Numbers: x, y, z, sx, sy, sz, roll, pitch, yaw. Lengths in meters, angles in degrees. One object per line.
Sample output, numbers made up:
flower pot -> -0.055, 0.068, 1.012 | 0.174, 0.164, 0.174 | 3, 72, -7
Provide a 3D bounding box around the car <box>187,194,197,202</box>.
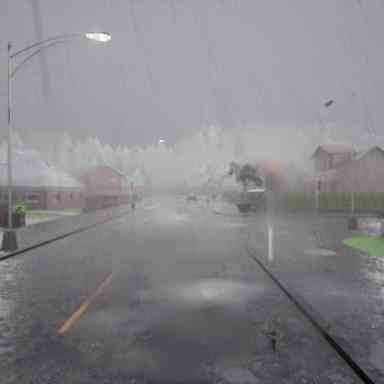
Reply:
car -> -0.022, 1.084, 64.426 | 1.837, 1.490, 4.892 | 0, 0, 0
